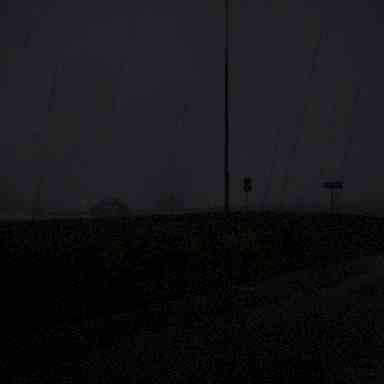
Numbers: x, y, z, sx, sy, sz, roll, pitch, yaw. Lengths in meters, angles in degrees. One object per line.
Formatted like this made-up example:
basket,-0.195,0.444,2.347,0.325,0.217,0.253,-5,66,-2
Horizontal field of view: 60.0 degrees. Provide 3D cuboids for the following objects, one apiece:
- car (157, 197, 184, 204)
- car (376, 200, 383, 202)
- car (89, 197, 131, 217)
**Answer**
car,-3.055,1.476,45.682,2.242,1.667,4.611,0,0,-36
car,31.893,1.561,52.406,2.033,1.411,5.357,0,0,-36
car,-6.643,1.306,26.728,1.932,1.855,4.605,0,0,-36
